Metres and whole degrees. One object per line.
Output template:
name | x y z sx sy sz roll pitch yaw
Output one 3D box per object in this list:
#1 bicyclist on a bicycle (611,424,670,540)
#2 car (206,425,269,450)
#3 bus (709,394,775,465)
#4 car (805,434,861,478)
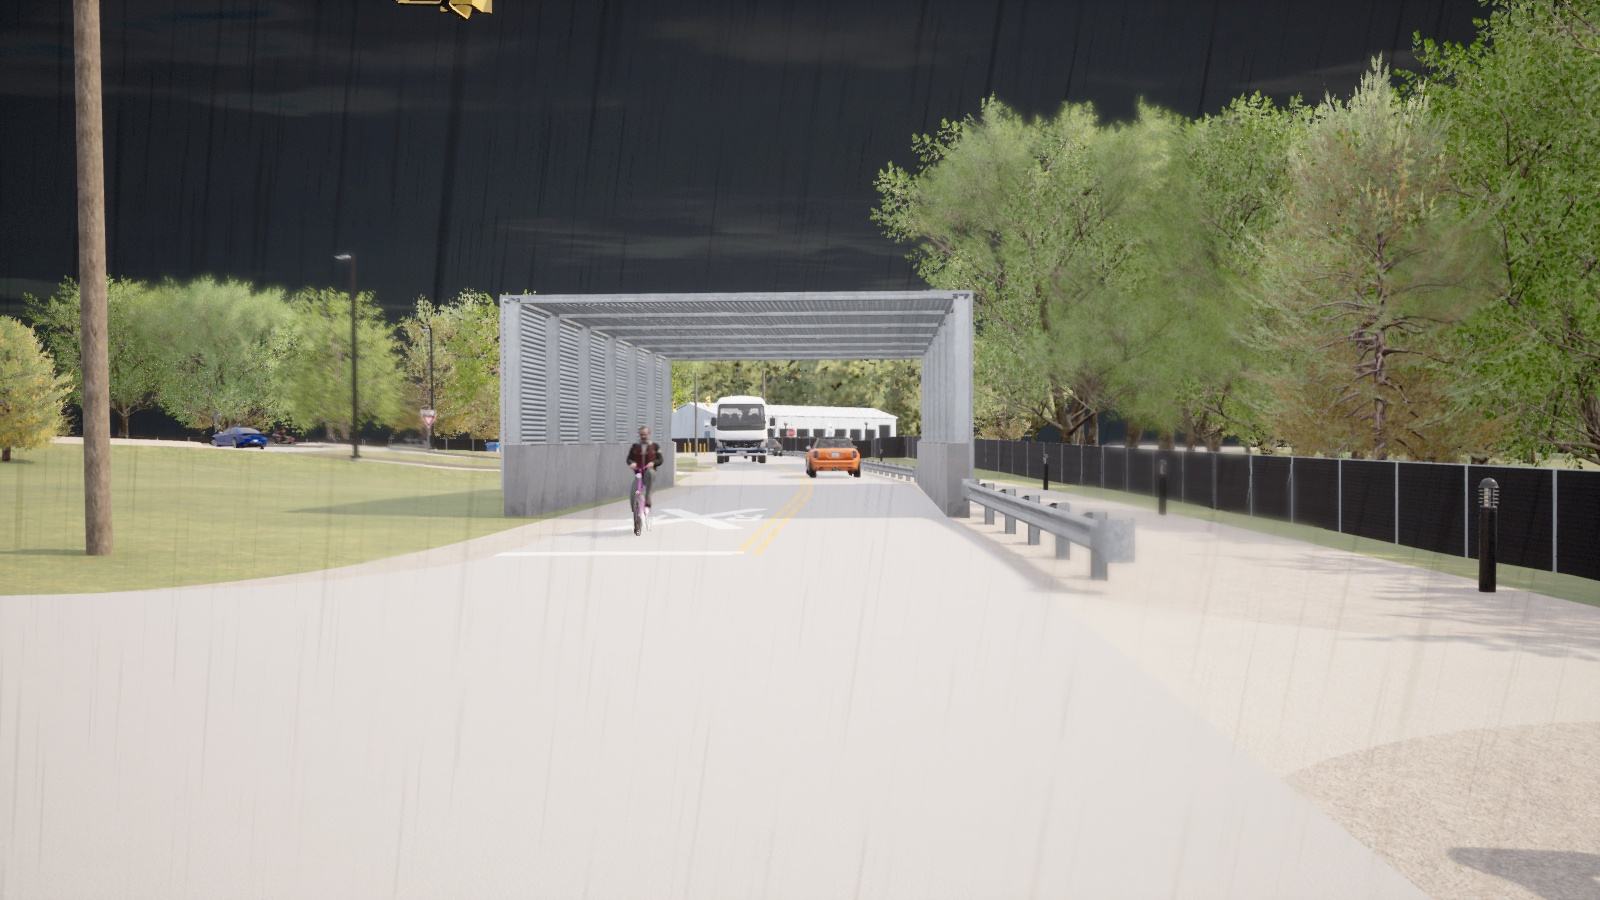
bicyclist on a bicycle | -2.543 0.495 20.196 0.659 1.776 1.843 0 0 2
car | -37.674 -0.846 84.048 5.008 1.535 1.882 1 -2 41
bus | -3.806 -1.282 80.719 3.944 4.253 10.273 0 0 -3
car | 1.337 0.228 52.881 2.097 1.767 4.553 0 0 -2
